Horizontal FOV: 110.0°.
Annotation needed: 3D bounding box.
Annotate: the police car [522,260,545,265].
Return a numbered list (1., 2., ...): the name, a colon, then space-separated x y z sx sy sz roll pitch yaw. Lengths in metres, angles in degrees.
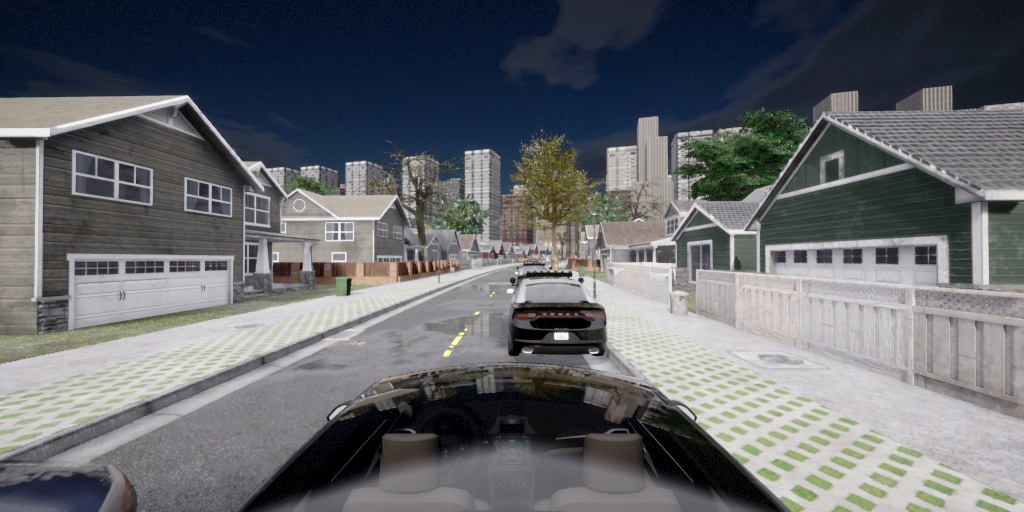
1. police car: 1.170 1.183 18.703 1.930 1.638 5.238 0 0 2

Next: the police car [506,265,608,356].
1. police car: 0.893 1.178 8.750 1.930 1.638 5.238 0 0 1
